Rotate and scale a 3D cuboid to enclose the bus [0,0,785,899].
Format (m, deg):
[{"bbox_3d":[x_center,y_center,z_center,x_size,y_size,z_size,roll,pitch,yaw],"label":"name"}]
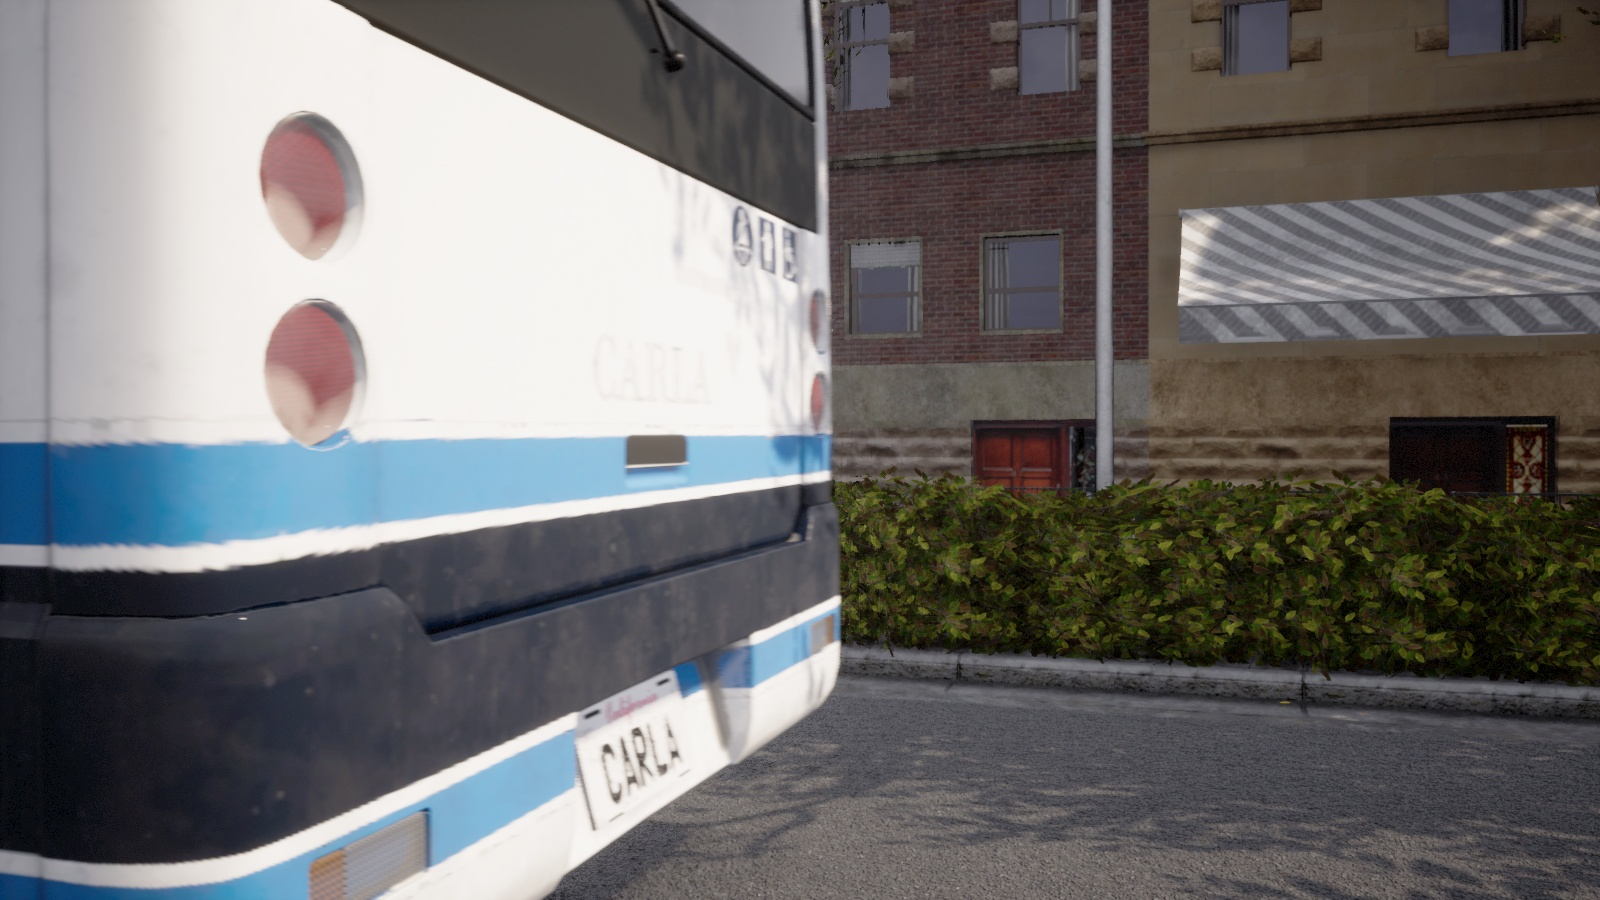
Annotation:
[{"bbox_3d":[-5.563,-0.651,5.032,10.273,4.253,3.944,0,1,19],"label":"bus"}]
